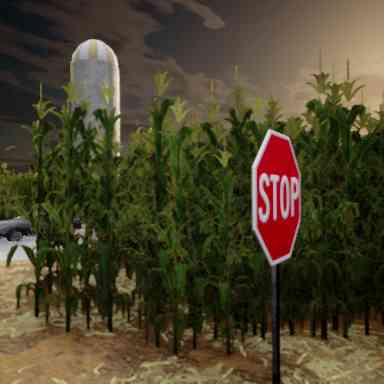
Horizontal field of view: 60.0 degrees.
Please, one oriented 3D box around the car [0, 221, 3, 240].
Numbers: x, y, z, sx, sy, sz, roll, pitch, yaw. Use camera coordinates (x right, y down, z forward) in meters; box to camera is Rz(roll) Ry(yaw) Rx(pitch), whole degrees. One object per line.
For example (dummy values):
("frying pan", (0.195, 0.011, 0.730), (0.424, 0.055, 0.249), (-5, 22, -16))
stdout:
("car", (-7.977, 1.628, 17.132), (1.812, 1.442, 4.674), (-1, -1, 35))
